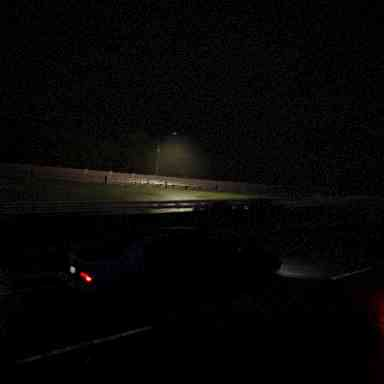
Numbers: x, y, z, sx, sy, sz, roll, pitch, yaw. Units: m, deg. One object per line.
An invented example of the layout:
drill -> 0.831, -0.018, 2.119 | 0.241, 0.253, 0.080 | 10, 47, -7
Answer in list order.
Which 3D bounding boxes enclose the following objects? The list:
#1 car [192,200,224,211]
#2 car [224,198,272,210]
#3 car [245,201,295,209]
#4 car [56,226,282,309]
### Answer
car -> 2.152, 1.517, 31.323 | 4.674, 1.442, 1.812 | 0, 0, -35
car -> 5.458, 1.343, 29.382 | 4.553, 1.767, 2.097 | 0, 0, -35
car -> 6.704, 1.592, 25.973 | 4.718, 1.301, 1.895 | 0, 0, -35
car -> -0.262, 1.545, 7.860 | 5.357, 1.411, 2.033 | 0, 0, -36
